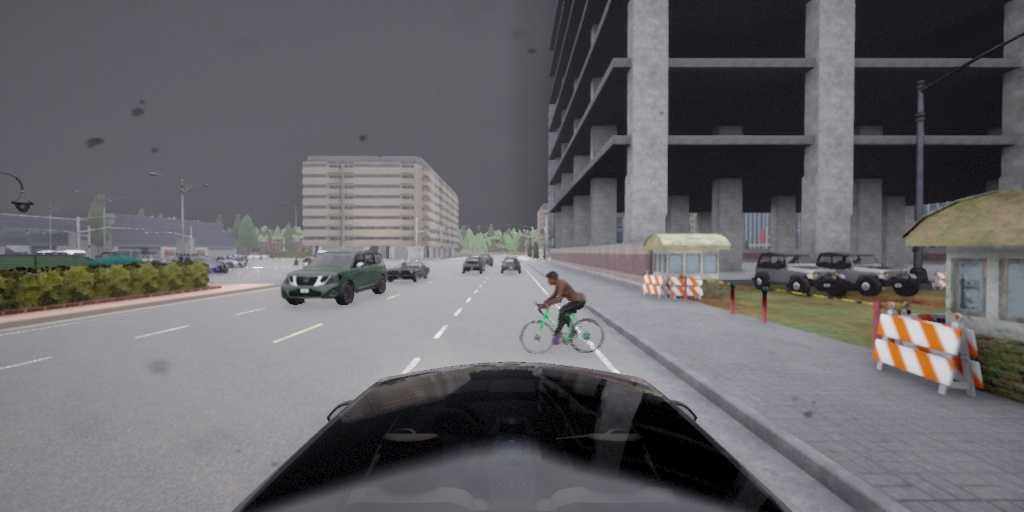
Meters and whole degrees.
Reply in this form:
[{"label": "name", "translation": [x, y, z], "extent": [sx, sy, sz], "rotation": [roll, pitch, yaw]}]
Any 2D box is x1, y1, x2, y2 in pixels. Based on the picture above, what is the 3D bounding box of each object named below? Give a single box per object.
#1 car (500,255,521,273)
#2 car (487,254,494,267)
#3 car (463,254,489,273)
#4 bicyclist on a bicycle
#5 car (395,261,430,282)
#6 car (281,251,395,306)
[{"label": "car", "translation": [-0.092, 0.866, 35.177], "extent": [1.812, 1.442, 4.674], "rotation": [0, 1, 0]}, {"label": "car", "translation": [-3.670, 0.516, 49.531], "extent": [2.097, 1.767, 4.553], "rotation": [0, 1, 0]}, {"label": "car", "translation": [-3.594, 0.852, 34.478], "extent": [1.837, 1.490, 4.892], "rotation": [0, 1, 0]}, {"label": "bicyclist on a bicycle", "translation": [0.968, 1.118, 6.999], "extent": [1.656, 1.620, 0.582], "rotation": [-2, 1, 0]}, {"label": "car", "translation": [-7.114, 1.062, 24.930], "extent": [1.895, 1.301, 4.718], "rotation": [0, 1, 0]}, {"label": "car", "translation": [-7.151, 0.797, 15.213], "extent": [2.150, 2.045, 5.566], "rotation": [0, 1, 1]}]
